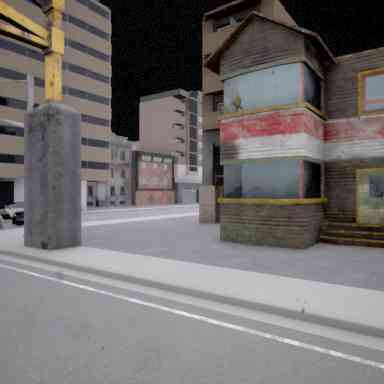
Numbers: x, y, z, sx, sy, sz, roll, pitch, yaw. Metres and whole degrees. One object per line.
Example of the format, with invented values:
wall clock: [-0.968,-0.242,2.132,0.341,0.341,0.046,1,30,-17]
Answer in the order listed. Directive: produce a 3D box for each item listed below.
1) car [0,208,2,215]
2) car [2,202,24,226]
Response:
car: [-13.269,1.295,25.708,4.536,1.218,1.853,0,0,-30]
car: [-10.111,1.452,23.009,2.038,1.542,4.974,0,0,15]
